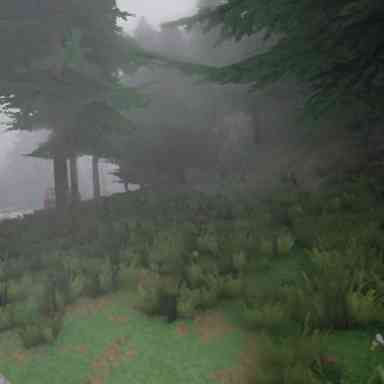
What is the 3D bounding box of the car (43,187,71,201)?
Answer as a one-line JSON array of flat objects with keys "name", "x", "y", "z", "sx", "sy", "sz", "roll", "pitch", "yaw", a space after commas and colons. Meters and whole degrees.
[{"name": "car", "x": -13.131, "y": 0.532, "z": 33.831, "sx": 2.150, "sy": 2.045, "sz": 5.566, "roll": -4, "pitch": 2, "yaw": 0}]
